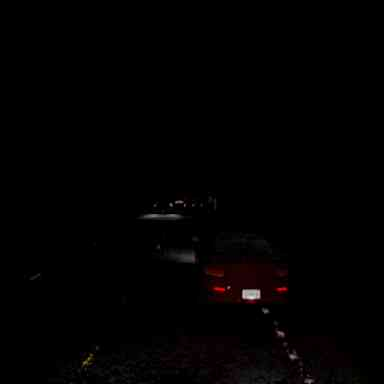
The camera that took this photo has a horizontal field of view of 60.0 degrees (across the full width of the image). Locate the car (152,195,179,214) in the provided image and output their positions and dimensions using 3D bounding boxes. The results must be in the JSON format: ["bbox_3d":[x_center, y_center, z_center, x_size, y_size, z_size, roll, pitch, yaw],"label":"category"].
[{"bbox_3d":[-2.766,1.269,33.847,2.097,1.767,4.553,0,0,0],"label":"car"}]

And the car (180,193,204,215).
[{"bbox_3d":[0.145,1.270,33.190,2.097,1.767,4.553,0,0,1],"label":"car"}]

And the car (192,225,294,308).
[{"bbox_3d":[0.979,1.508,7.763,1.812,1.442,4.674,0,0,0],"label":"car"}]

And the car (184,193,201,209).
[{"bbox_3d":[0.161,1.108,44.942,2.150,2.045,5.566,0,0,1],"label":"car"}]
